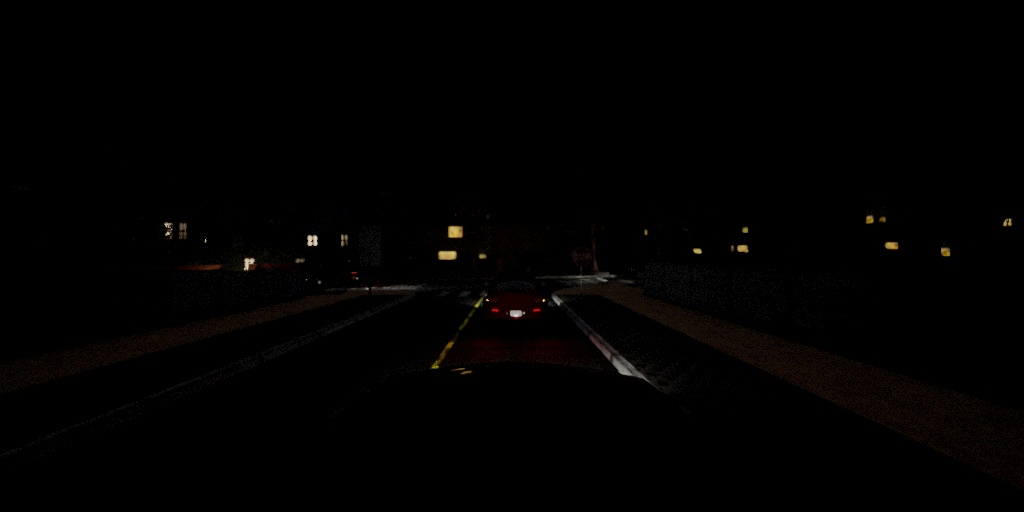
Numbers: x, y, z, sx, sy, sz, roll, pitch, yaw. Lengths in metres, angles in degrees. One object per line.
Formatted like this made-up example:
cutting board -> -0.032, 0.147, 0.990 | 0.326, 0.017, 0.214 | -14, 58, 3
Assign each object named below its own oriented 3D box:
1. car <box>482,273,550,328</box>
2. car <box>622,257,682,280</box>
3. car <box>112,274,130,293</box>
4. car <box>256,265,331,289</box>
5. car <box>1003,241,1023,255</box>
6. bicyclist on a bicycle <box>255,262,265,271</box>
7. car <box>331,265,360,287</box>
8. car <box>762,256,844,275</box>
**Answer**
car -> 0.097, 1.239, 11.136 | 1.812, 1.442, 4.674 | 0, 0, 0
car -> 10.466, 0.822, 25.815 | 5.008, 1.535, 1.882 | -1, 1, -1
car -> -25.551, 1.756, 22.855 | 4.892, 1.490, 1.837 | -2, 1, 0
car -> -14.727, 1.485, 22.865 | 4.902, 1.511, 2.128 | -1, 1, 0
car -> 37.844, -0.076, 25.848 | 5.566, 2.045, 2.150 | -1, 1, 0
bicyclist on a bicycle -> -20.165, 1.314, 28.705 | 0.582, 1.620, 1.656 | -1, 1, 0
car -> -13.589, 1.416, 25.849 | 4.892, 1.490, 1.837 | -1, 1, 0
car -> 20.844, 0.700, 25.861 | 4.718, 1.301, 1.895 | -1, 1, 0
